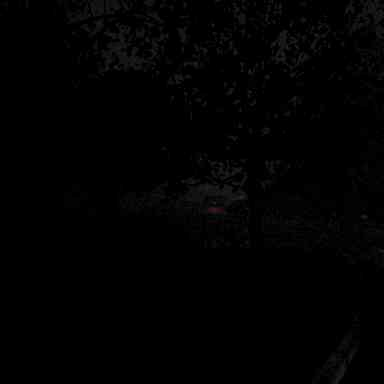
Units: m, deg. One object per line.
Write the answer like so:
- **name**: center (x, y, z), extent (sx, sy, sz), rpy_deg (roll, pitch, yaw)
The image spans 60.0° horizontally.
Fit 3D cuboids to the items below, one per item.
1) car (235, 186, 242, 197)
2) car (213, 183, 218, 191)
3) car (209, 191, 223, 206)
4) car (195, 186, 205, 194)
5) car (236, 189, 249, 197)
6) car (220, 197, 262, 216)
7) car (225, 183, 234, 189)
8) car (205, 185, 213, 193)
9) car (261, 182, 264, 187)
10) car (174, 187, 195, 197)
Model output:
- **car**: center (9.667, 0.096, 64.648), extent (1.812, 1.442, 4.674), rpy_deg (0, 4, 23)
- **car**: center (4.818, -1.160, 83.116), extent (2.435, 2.045, 5.566), rpy_deg (0, 3, 23)
- **car**: center (3.704, 1.116, 47.761), extent (1.837, 1.490, 4.892), rpy_deg (0, 3, 14)
- **car**: center (0.311, -0.234, 72.755), extent (1.946, 1.575, 5.366), rpy_deg (0, 3, 23)
- **car**: center (8.899, 0.719, 53.866), extent (1.812, 1.442, 4.674), rpy_deg (0, 4, 19)
- **car**: center (4.923, 1.545, 32.628), extent (2.033, 1.411, 5.357), rpy_deg (0, 0, -16)
- **car**: center (9.217, -1.541, 93.245), extent (2.163, 1.488, 4.792), rpy_deg (0, 3, 24)
- **car**: center (2.509, -0.565, 77.813), extent (1.946, 1.575, 5.366), rpy_deg (0, 3, 24)
- **car**: center (16.773, -1.037, 81.233), extent (1.882, 1.535, 5.008), rpy_deg (0, 3, 24)
- **car**: center (-1.897, 0.099, 67.704), extent (1.946, 1.575, 5.366), rpy_deg (0, 3, 24)
